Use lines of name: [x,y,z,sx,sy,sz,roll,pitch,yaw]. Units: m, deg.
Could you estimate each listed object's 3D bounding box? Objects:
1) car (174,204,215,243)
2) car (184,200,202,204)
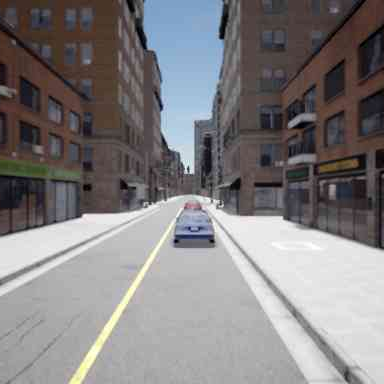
car: [0.098,1.549,16.149,2.033,1.411,5.357,0,0,0]
car: [0.097,1.574,35.685,1.994,1.385,4.181,0,0,0]
